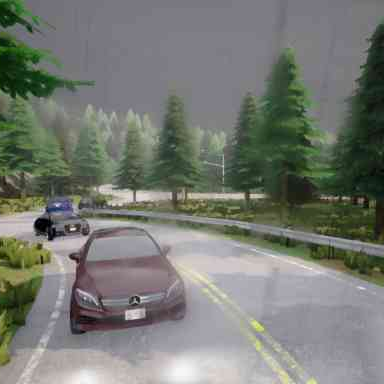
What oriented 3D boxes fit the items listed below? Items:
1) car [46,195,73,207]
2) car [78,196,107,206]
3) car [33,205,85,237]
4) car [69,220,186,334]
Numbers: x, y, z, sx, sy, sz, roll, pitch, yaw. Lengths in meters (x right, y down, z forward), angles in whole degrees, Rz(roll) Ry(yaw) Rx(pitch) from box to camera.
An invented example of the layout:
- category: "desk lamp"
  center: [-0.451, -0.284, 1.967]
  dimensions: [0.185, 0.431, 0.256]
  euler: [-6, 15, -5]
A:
- category: "car"
  center: [-12.821, 1.326, 32.221]
  dimensions: [2.150, 2.045, 5.566]
  euler: [-1, 0, -18]
- category: "car"
  center: [-12.664, 1.289, 42.807]
  dimensions: [2.097, 1.767, 4.553]
  euler: [2, 2, 13]
- category: "car"
  center: [-7.032, 1.664, 17.757]
  dimensions: [1.994, 1.385, 4.181]
  euler: [-4, 2, -38]
- category: "car"
  center: [-1.513, 1.523, 7.052]
  dimensions: [1.812, 1.442, 4.674]
  euler: [-2, 0, -17]
